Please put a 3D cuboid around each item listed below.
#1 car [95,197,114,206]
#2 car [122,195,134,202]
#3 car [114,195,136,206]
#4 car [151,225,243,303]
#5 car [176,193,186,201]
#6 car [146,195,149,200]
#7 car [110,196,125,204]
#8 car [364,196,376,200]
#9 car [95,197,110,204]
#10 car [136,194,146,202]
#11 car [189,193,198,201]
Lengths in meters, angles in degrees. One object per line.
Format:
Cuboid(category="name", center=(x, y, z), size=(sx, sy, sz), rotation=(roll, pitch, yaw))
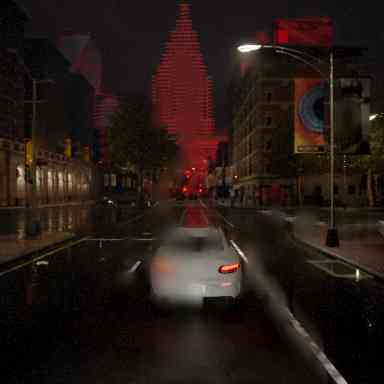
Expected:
Cuboid(category="car", center=(-14.833, 1.547, 56.777), size=(2.033, 1.411, 5.357), rotation=(0, 0, 0))
Cuboid(category="car", center=(-14.661, 1.478, 76.730), size=(1.882, 1.535, 5.008), rotation=(0, 0, 0))
Cuboid(category="car", center=(-11.334, 1.478, 56.713), size=(1.882, 1.535, 5.008), rotation=(0, 0, 0))
Cuboid(category="car", center=(0.112, 1.526, 8.113), size=(1.812, 1.442, 4.674), rotation=(0, 0, 1))
Cuboid(category="car", center=(-3.113, 1.553, 87.286), size=(1.994, 1.385, 4.181), rotation=(0, 0, 0))
Cuboid(category="car", center=(-11.160, 1.355, 76.746), size=(2.097, 1.767, 4.553), rotation=(0, 0, 0))
Cuboid(category="car", center=(-14.723, 1.505, 66.316), size=(1.837, 1.490, 4.892), rotation=(0, 0, 1))
Cuboid(category="car", center=(34.746, 1.481, 68.020), size=(2.231, 1.521, 4.892), rotation=(0, 0, 0))
Cuboid(category="car", center=(-17.954, 1.595, 66.861), size=(1.895, 1.301, 4.718), rotation=(0, 0, 0))
Cuboid(category="car", center=(-11.225, 1.547, 66.526), size=(2.033, 1.411, 5.357), rotation=(0, 0, 1))
Cuboid(category="car", center=(0.385, 1.355, 86.889), size=(2.097, 1.767, 4.553), rotation=(0, 0, 0))
